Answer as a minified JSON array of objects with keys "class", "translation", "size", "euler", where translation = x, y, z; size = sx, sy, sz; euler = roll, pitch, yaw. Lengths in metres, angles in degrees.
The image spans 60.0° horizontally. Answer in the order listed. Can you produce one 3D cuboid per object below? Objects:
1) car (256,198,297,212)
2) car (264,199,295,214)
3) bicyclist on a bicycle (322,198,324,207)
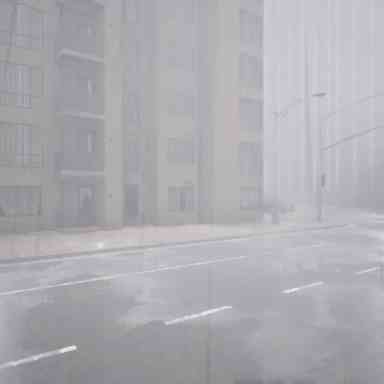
[{"class":"car","translation":[9.780,1.522,38.859],"size":[1.812,1.442,4.674],"euler":[0,0,-35]},{"class":"car","translation":[8.100,1.488,35.084],"size":[2.128,1.511,4.902],"euler":[0,0,-34]},{"class":"bicyclist on a bicycle","translation":[18.332,1.295,47.539],"size":[1.656,1.620,0.582],"euler":[0,0,-34]}]
